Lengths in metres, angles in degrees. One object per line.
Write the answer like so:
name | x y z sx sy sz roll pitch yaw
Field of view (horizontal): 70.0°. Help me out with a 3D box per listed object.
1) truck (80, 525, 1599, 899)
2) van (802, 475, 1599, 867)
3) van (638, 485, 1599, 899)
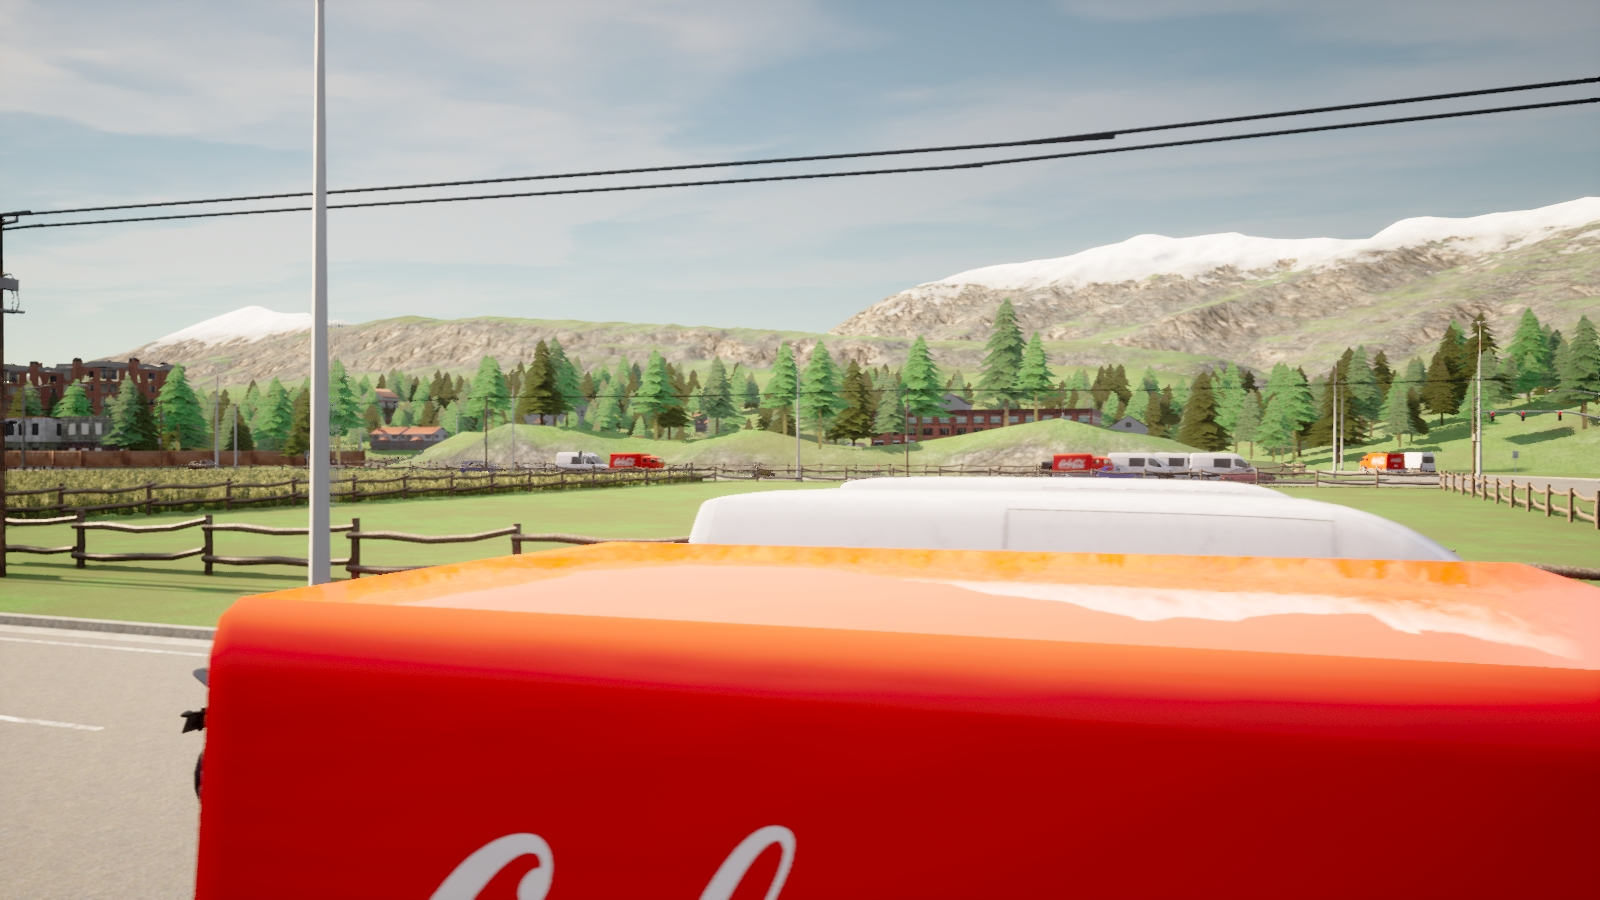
truck | 1.253 1.568 2.914 5.204 2.467 2.627 0 0 21
van | 3.137 1.534 9.602 5.915 2.561 1.988 0 0 20
van | 2.226 1.534 6.208 5.915 2.561 1.988 0 0 20
